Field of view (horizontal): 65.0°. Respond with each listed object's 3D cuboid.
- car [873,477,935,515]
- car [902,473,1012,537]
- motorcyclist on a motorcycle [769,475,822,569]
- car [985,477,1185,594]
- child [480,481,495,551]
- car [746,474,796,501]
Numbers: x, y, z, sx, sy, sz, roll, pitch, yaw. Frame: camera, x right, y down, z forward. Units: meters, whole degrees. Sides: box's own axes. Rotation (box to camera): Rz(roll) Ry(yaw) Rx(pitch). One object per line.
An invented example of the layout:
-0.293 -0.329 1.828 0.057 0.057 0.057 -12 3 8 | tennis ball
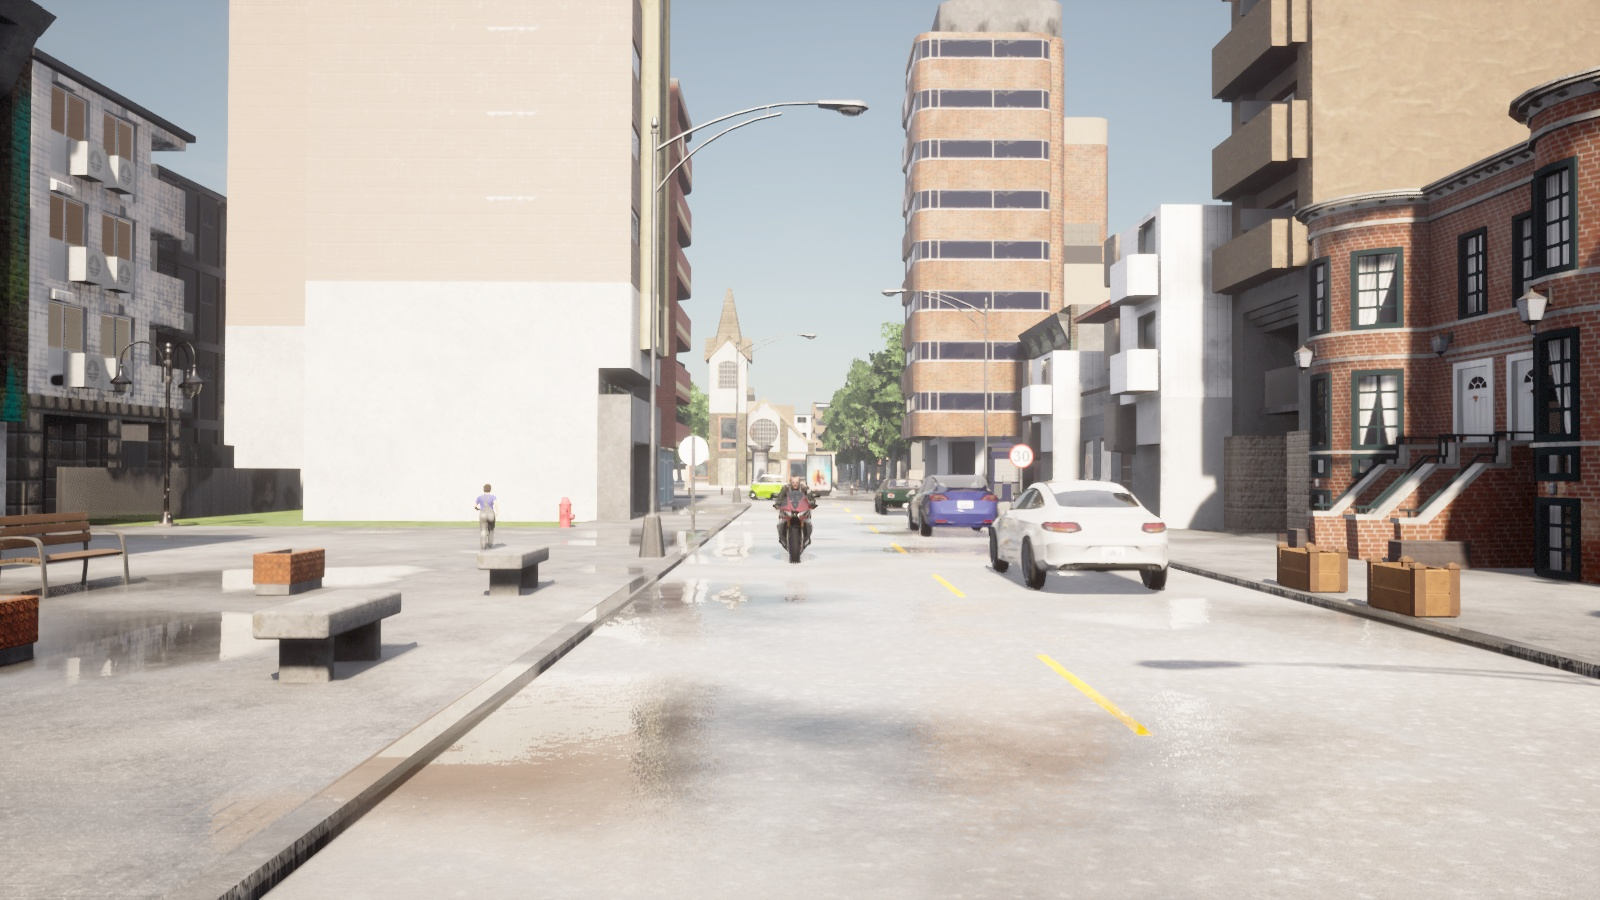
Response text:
3.815 1.675 46.769 1.895 1.301 4.718 0 -1 0 | car
3.880 1.327 31.879 2.163 1.488 4.792 0 -1 0 | car
-0.075 1.210 21.731 0.866 1.530 2.191 0 -1 0 | motorcyclist on a motorcycle
3.940 1.126 18.179 1.812 1.442 4.674 0 -1 0 | car
-5.758 1.211 23.152 0.270 1.263 0.437 0 -1 -13 | child
-1.535 1.973 65.933 2.207 1.376 1.481 -1 -2 40 | car
